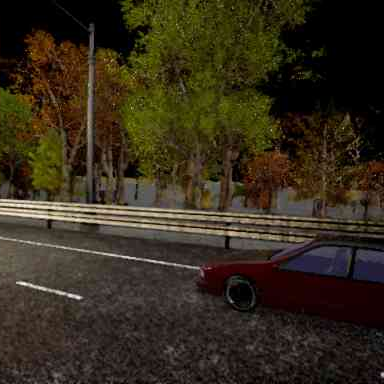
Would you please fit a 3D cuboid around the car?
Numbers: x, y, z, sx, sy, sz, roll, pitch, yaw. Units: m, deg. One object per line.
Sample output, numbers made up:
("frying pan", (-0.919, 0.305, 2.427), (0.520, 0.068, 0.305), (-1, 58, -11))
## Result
("car", (2.757, 1.526, 5.963), (5.357, 1.411, 2.033), (1, 1, 30))
